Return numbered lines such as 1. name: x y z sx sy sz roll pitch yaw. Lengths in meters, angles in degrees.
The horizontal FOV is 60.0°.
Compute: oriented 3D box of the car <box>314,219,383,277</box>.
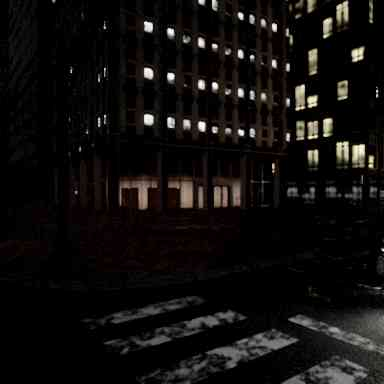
1. car: 5.475 1.531 10.035 4.403 1.369 2.008 0 0 -36
